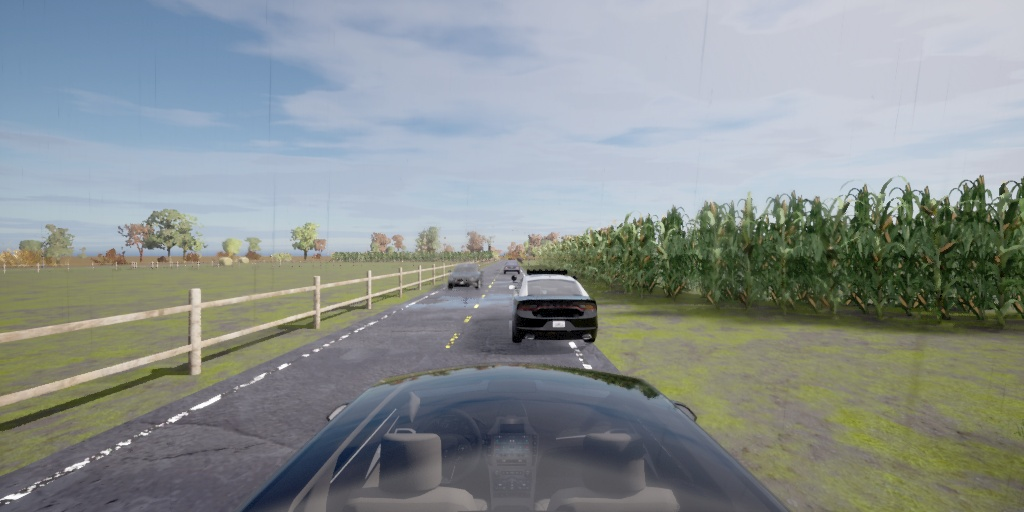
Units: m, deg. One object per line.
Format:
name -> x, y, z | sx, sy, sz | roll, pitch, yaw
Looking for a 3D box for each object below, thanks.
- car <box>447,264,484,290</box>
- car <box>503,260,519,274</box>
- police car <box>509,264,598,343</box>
car -> -2.806, 1.254, 22.391 | 1.837, 1.490, 4.892 | 0, 0, 0
car -> -0.020, 1.298, 40.675 | 2.033, 1.411, 5.357 | 0, 0, 0
police car -> 0.941, 1.175, 9.833 | 1.930, 1.638, 5.238 | 0, 0, 0
